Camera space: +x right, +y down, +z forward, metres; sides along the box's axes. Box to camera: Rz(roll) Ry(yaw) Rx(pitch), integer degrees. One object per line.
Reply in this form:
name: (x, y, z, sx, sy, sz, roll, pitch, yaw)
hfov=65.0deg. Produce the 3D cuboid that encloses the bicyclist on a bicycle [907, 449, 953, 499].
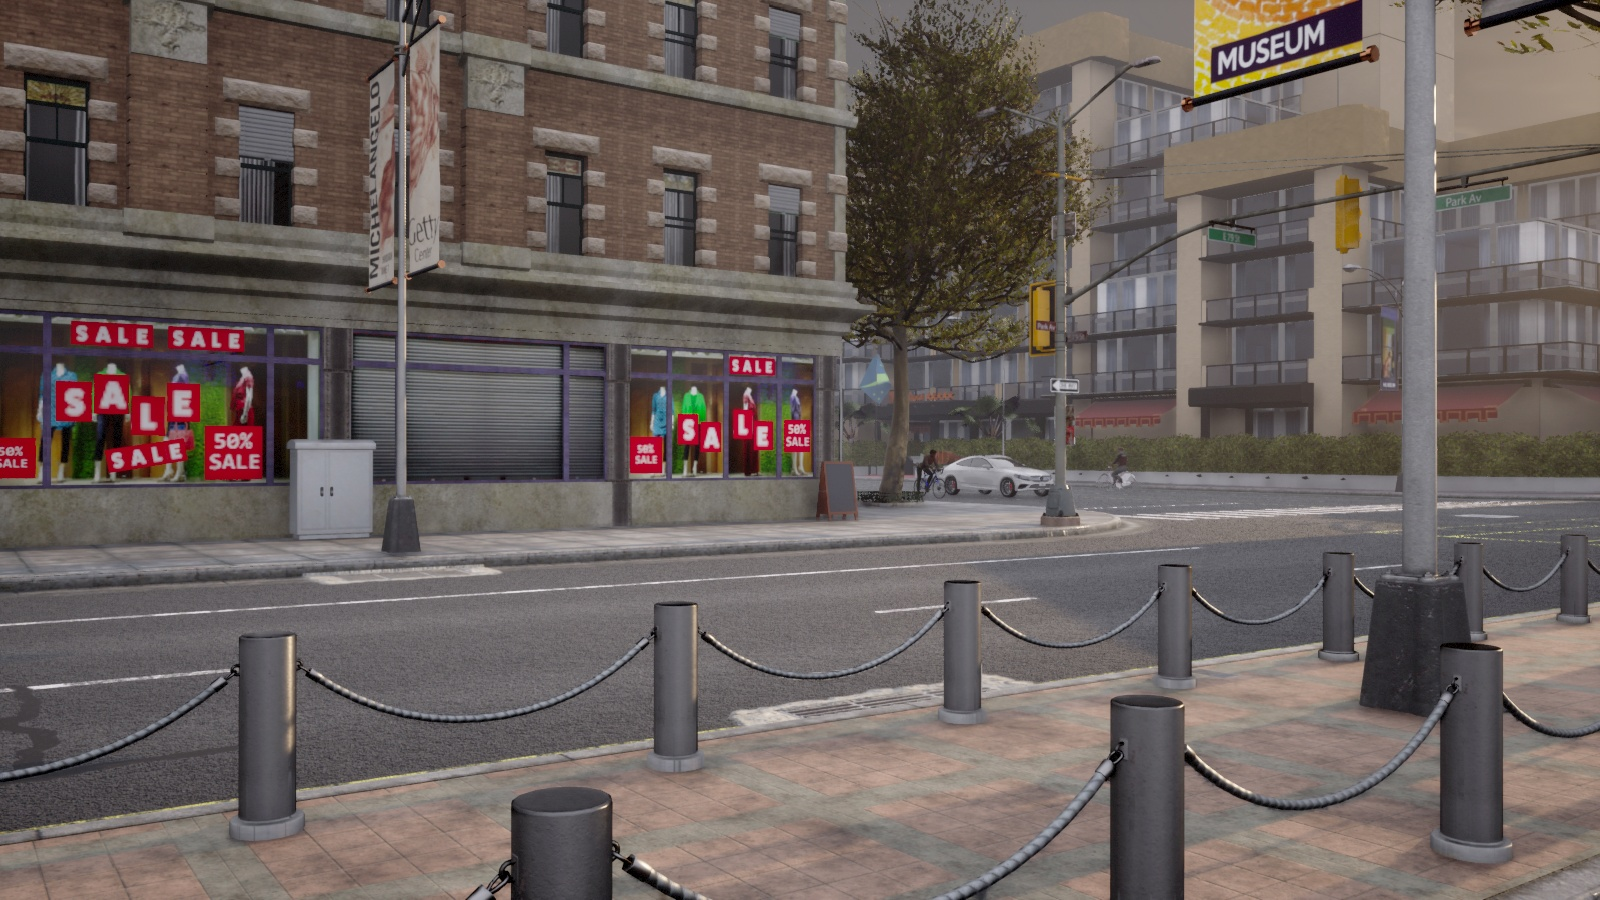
bicyclist on a bicycle: (4.320, 0.791, 41.780, 0.582, 1.620, 1.656, 0, 0, -35)

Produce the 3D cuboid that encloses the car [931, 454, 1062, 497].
car: (6.844, 0.864, 44.275, 1.812, 1.442, 4.674, 0, 0, -35)

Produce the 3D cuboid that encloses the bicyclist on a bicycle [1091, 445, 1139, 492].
bicyclist on a bicycle: (12.233, 0.709, 48.780, 0.659, 1.776, 1.843, 0, 0, -35)
